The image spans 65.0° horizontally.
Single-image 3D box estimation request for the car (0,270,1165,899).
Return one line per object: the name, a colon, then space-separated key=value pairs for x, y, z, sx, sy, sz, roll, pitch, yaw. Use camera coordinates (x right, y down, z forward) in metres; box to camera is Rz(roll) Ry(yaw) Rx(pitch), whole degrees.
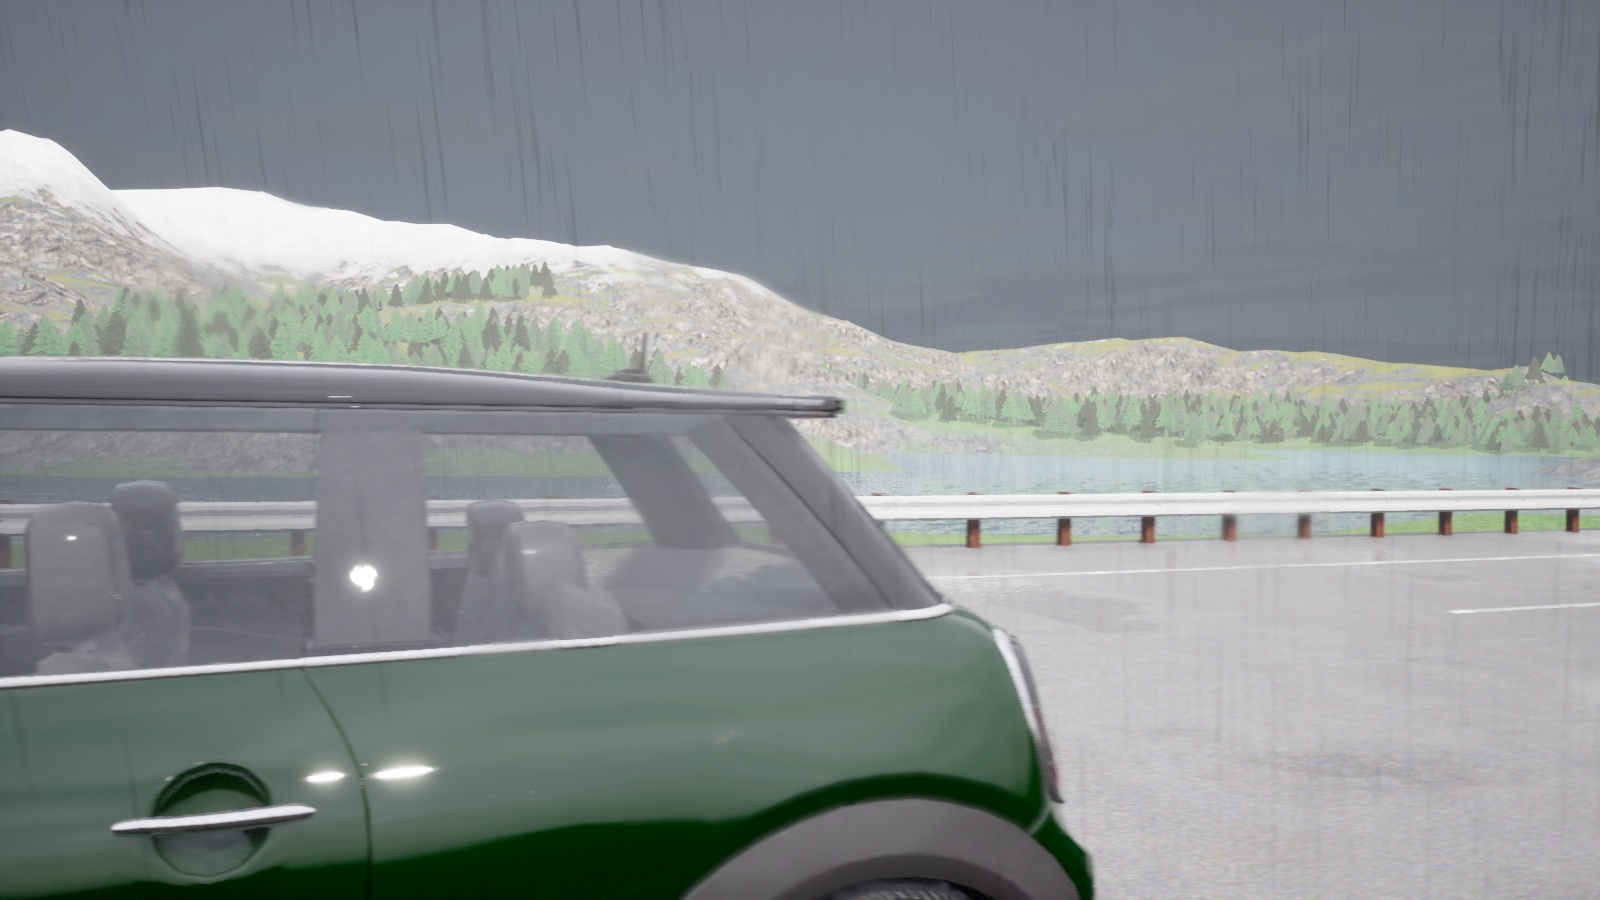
car: x=-1.811 y=0.634 z=2.550 sx=4.553 sy=1.767 sz=2.097 roll=-1 pitch=1 yaw=-21
